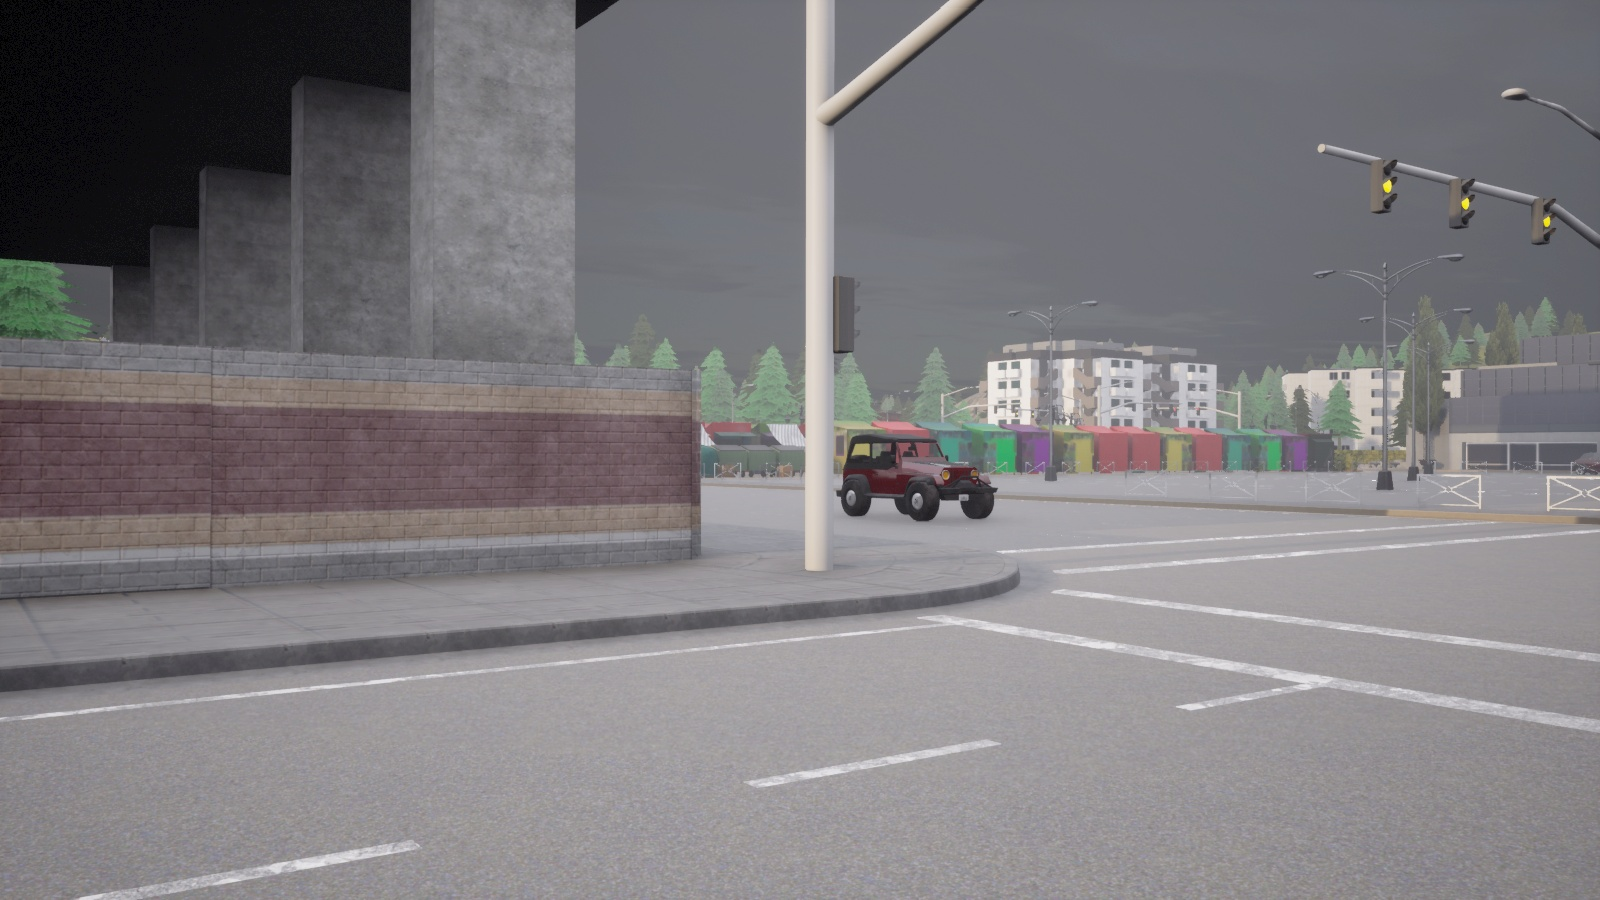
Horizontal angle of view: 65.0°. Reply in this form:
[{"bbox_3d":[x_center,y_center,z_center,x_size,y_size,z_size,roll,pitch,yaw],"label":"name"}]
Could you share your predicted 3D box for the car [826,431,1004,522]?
[{"bbox_3d":[2.491,0.549,28.043,1.905,1.878,3.866,0,0,-35],"label":"car"}]
